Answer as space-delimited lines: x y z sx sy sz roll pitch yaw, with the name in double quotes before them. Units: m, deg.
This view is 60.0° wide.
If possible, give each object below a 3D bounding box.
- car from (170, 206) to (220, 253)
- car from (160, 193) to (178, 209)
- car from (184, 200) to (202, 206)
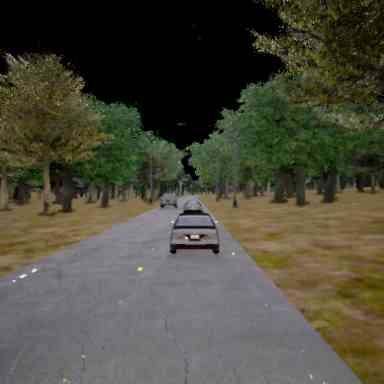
"car" 0.097 1.530 13.574 2.033 1.411 5.357 0 0 0
"car" -3.080 1.190 45.118 2.150 2.045 5.566 0 0 0
"car" 0.101 1.526 34.581 1.994 1.385 4.181 0 0 0
